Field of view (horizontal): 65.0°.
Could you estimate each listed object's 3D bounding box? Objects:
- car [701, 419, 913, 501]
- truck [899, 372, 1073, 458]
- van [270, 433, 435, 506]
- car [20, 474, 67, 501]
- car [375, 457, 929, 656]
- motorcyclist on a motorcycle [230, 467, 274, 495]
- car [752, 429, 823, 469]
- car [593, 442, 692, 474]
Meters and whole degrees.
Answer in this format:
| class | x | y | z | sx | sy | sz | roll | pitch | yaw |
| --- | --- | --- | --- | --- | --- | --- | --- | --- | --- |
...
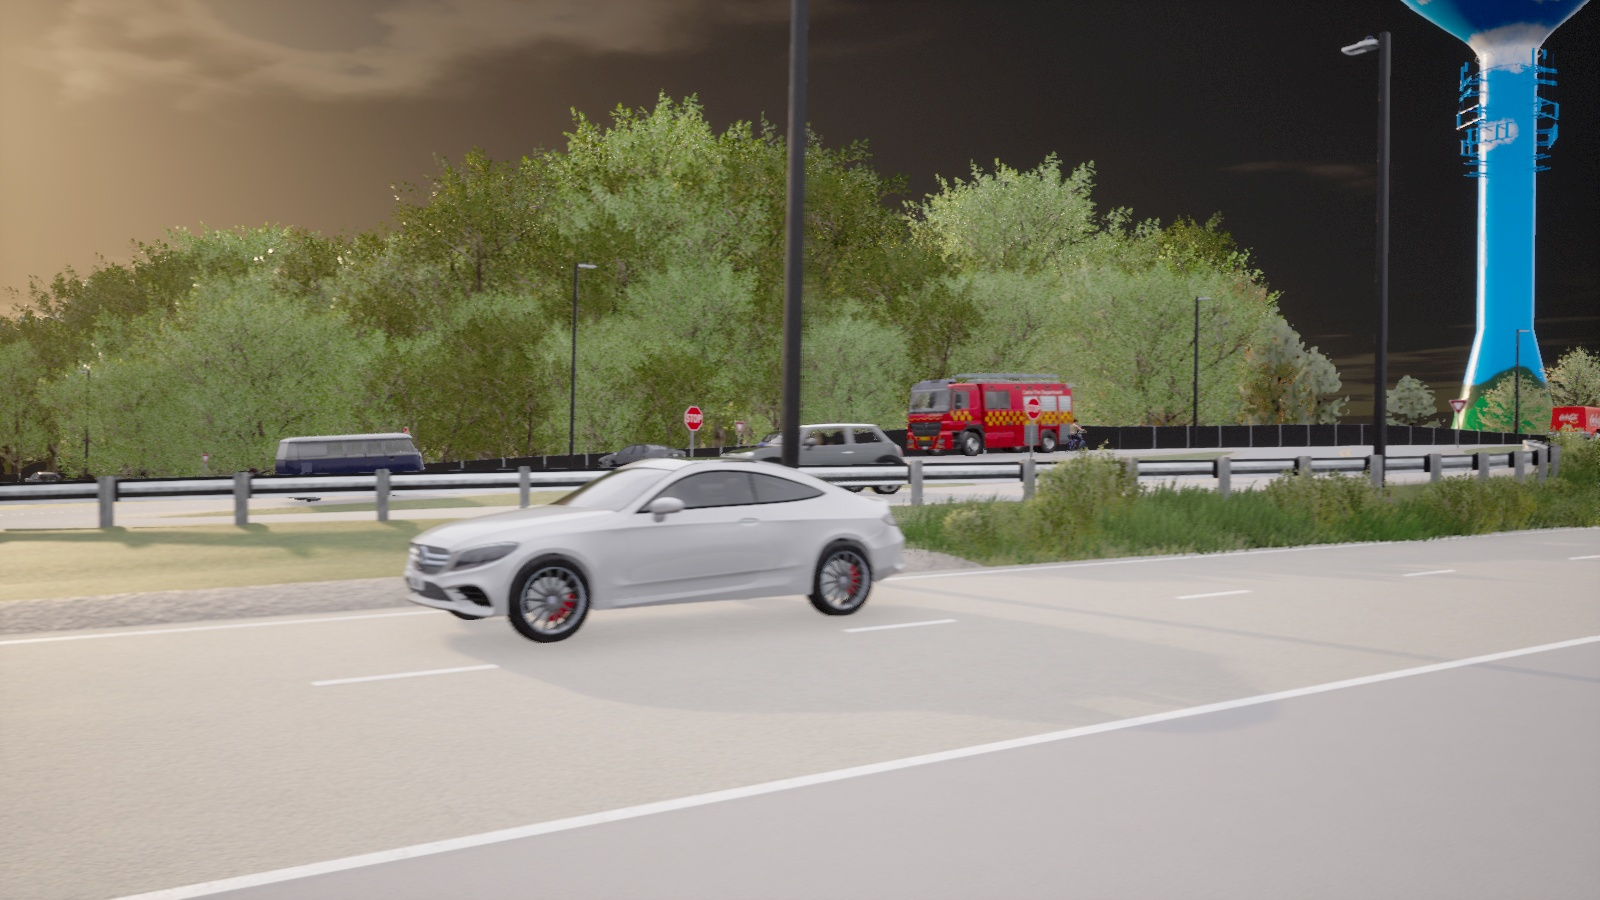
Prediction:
| class | x | y | z | sx | sy | sz | roll | pitch | yaw |
| --- | --- | --- | --- | --- | --- | --- | --- | --- | --- |
| car | 0.127 | 0.179 | 25.514 | 3.806 | 1.475 | 1.970 | -2 | 0 | -23 |
| truck | 8.906 | -1.700 | 59.491 | 8.468 | 3.827 | 2.891 | -2 | 1 | -36 |
| van | -13.807 | 0.567 | 38.842 | 4.442 | 1.987 | 1.775 | -3 | 2 | -34 |
| car | -49.120 | 2.401 | 81.480 | 1.851 | 1.617 | 3.988 | 1 | 0 | -42 |
| car | -1.206 | 0.796 | 11.347 | 4.674 | 1.442 | 1.812 | 0 | 0 | -35 |
| motorcyclist on a motorcycle | -33.345 | 1.860 | 76.419 | 2.191 | 1.530 | 0.866 | -4 | -1 | 7 |
| car | -0.463 | -0.071 | 51.863 | 1.816 | 1.474 | 4.193 | -2 | 1 | 15 |
| car | -8.034 | 0.444 | 63.652 | 5.357 | 1.411 | 2.033 | -3 | -3 | 43 |
